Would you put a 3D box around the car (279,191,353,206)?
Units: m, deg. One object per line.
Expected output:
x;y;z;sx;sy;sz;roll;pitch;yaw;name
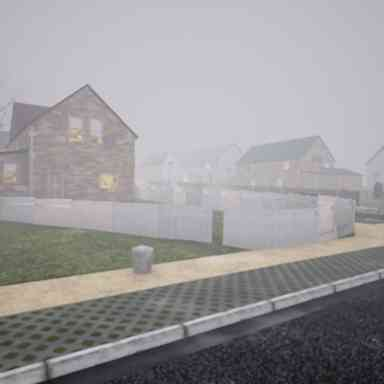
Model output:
9.128;0.793;24.190;1.882;1.535;5.008;0;3;-34;car

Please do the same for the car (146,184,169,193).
-5.186;-0.526;50.365;2.033;1.411;5.357;0;2;-34;car

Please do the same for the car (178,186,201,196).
0.189;0.067;37.321;1.837;1.490;4.892;0;3;-34;car

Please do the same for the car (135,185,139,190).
-10.033;-0.738;52.501;1.837;1.490;4.892;0;3;-34;car
